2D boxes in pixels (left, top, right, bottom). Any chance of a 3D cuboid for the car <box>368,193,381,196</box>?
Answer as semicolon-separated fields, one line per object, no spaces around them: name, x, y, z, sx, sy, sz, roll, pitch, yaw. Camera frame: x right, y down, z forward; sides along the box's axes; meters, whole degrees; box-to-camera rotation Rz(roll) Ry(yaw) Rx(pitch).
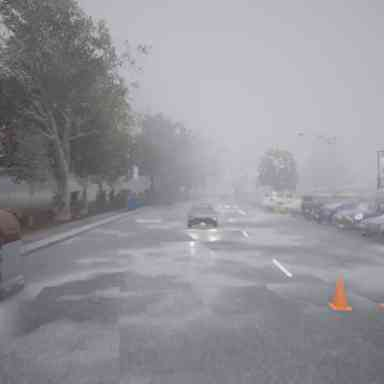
car;26.589;1.338;52.476;2.163;1.488;4.792;0;1;-21

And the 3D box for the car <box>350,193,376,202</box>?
car;35.643;1.141;69.517;2.185;1.767;4.553;1;-1;-21

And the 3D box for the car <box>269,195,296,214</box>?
car;10.145;1.322;30.551;5.366;1.575;1.946;1;1;-19

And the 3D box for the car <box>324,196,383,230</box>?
car;10.149;1.289;18.602;4.553;1.767;2.185;1;1;-19

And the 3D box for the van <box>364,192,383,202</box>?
van;38.626;1.066;69.617;1.878;1.987;4.442;0;0;-21

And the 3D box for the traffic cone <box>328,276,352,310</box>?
traffic cone;2.853;1.922;6.414;0.340;0.580;0.340;0;0;1

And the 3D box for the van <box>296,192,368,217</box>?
van;10.335;1.147;24.647;4.442;1.987;1.878;1;0;-19

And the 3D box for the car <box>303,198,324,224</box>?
car;10.161;1.392;21.606;5.008;1.535;2.097;1;0;-19

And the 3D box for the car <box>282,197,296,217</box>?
car;10.277;1.390;27.607;4.674;1.452;2.002;1;1;-19

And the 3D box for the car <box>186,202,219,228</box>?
car;0.647;1.382;21.232;2.033;1.411;5.357;0;0;1

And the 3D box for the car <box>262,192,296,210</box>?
car;10.440;1.034;36.638;5.566;2.045;2.435;1;0;-19

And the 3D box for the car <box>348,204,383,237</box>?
car;10.058;1.476;15.596;4.674;1.452;2.002;1;1;-19

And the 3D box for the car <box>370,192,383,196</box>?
car;29.558;1.082;52.504;2.435;2.045;5.566;0;1;-20

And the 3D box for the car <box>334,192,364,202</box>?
car;32.647;0.989;69.438;2.435;2.045;5.566;1;-1;-21

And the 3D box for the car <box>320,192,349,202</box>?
car;29.587;0.964;69.453;2.435;2.045;5.566;0;0;-20

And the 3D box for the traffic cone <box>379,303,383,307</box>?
traffic cone;3.853;1.930;6.397;0.340;0.580;0.340;0;0;1
